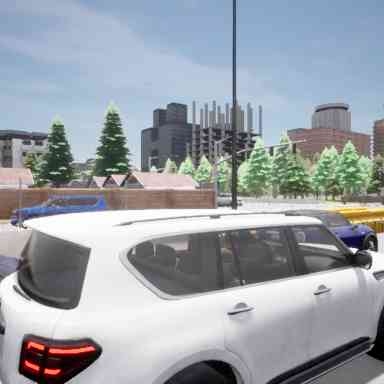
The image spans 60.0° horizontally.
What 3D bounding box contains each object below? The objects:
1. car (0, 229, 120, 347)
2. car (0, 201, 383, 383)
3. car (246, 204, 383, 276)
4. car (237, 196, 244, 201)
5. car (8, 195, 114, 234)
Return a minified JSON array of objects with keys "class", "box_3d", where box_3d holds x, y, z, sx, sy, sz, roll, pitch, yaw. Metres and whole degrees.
[{"class":"car","box_3d":[-4.040,1.548,5.164,5.357,1.411,2.033,0,0,-36]},{"class":"car","box_3d":[0.649,1.221,4.205,5.566,2.045,2.150,0,0,-36]},{"class":"car","box_3d":[4.189,1.352,11.023,4.553,1.767,2.097,0,0,-35]},{"class":"car","box_3d":[5.679,1.218,51.806,2.150,2.045,5.566,0,0,-33]},{"class":"car","box_3d":[-7.762,1.223,19.978,5.566,2.045,2.150,0,0,-36]}]
